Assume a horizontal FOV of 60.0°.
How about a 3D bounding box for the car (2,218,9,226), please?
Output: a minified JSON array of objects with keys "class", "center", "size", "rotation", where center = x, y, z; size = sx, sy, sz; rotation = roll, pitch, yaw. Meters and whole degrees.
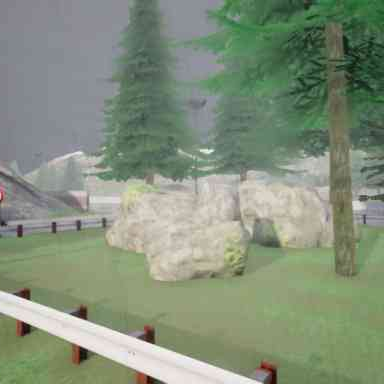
[{"class":"car","center":[-11.224,1.352,15.171],"size":[5.357,1.411,2.033],"rotation":[0,0,8]}]
